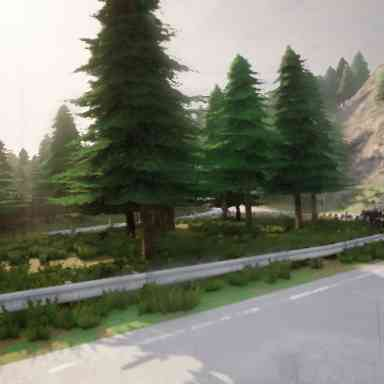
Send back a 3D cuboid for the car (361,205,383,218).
[{"bbox_3d":[17.215,1.934,30.125,1.837,1.490,4.892,-3,-3,-1],"label":"car"}]
